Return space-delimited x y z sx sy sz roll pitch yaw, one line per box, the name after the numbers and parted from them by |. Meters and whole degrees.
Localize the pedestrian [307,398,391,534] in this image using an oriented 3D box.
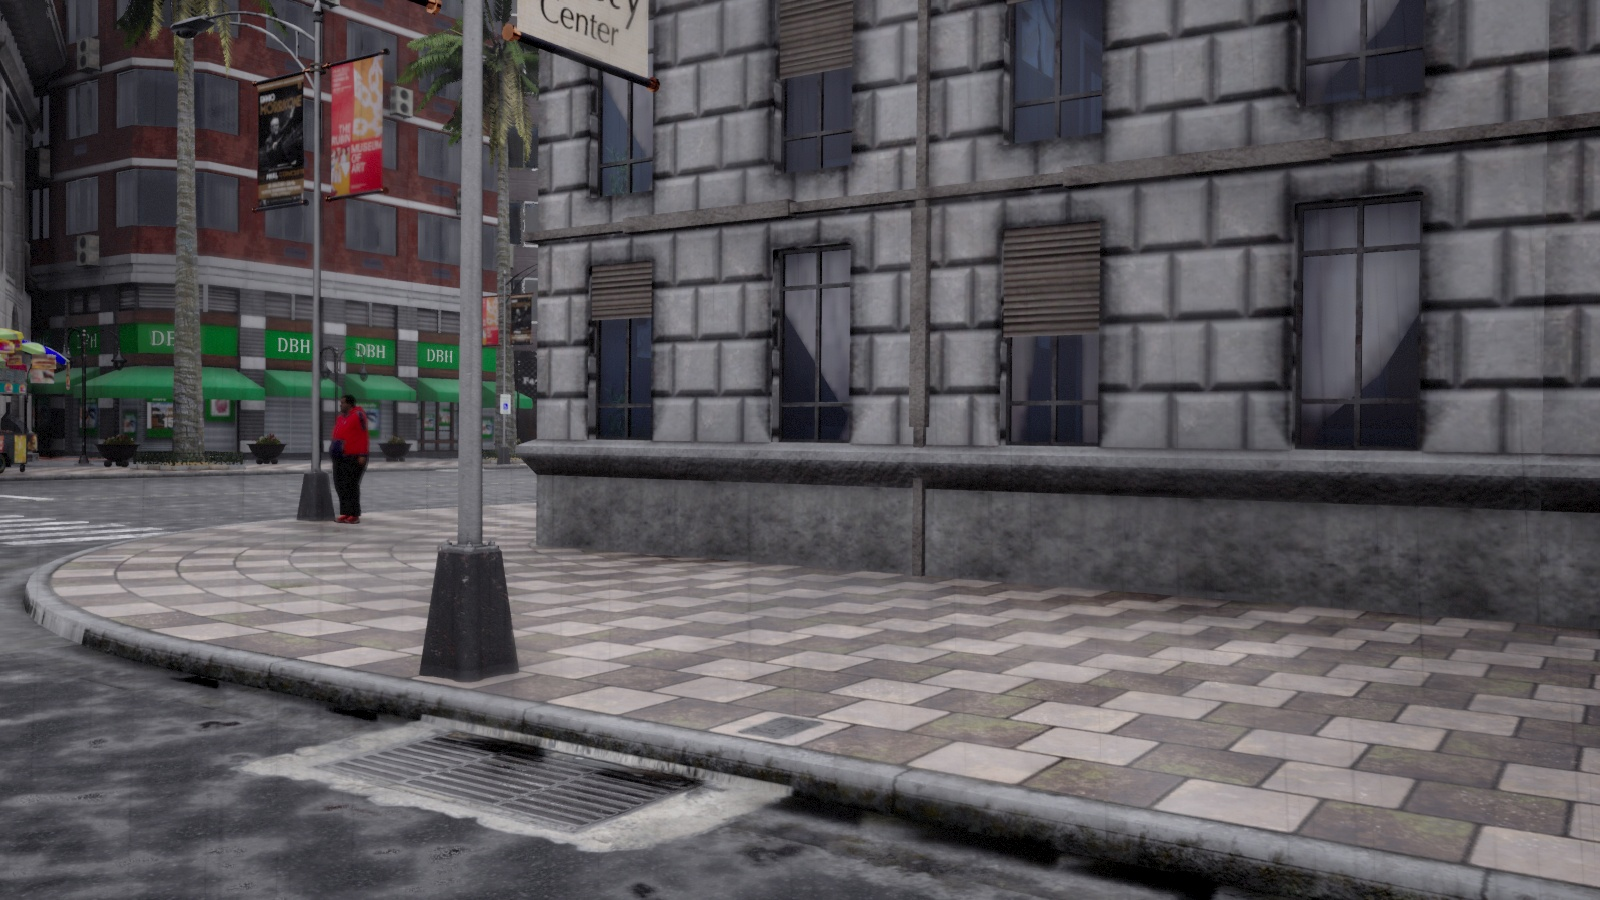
-6.311 0.205 17.586 0.634 1.844 0.899 0 1 43 | pedestrian
